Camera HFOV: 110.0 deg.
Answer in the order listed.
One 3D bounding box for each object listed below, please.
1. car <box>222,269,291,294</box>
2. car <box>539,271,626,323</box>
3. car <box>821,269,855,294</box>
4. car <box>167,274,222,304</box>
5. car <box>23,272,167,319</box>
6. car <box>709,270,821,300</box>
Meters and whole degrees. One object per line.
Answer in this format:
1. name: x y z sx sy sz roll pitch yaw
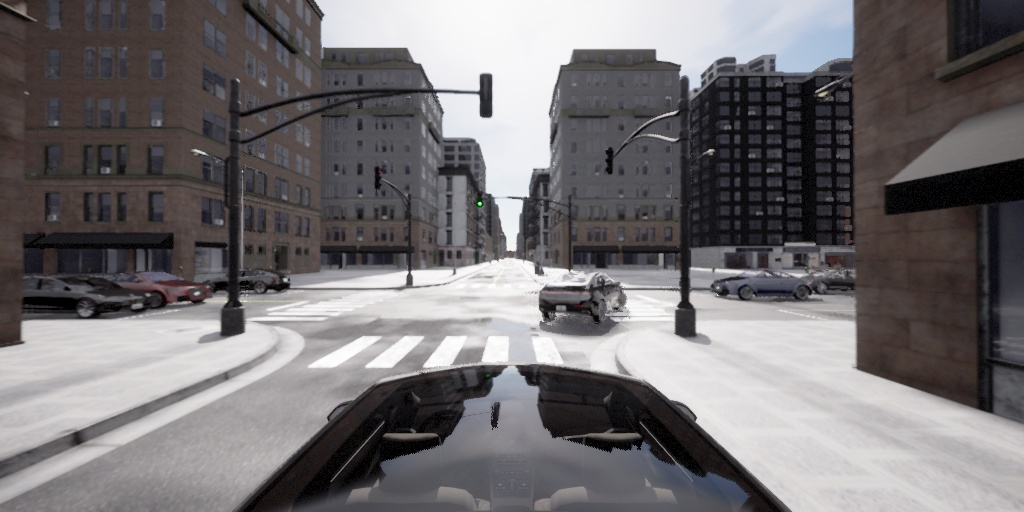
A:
1. car: -14.760 1.382 20.078 4.313 1.339 1.948 0 0 0
2. car: 2.540 1.263 12.303 2.128 1.511 4.902 -1 0 28
3. car: 17.968 1.369 20.044 4.403 1.370 2.007 0 0 0
4. car: -14.802 1.337 14.597 4.181 1.385 1.994 0 0 0
5. car: -14.767 1.319 12.051 4.313 1.339 1.948 0 0 0
6. car: 12.039 1.362 17.510 4.181 1.385 1.994 0 0 0
